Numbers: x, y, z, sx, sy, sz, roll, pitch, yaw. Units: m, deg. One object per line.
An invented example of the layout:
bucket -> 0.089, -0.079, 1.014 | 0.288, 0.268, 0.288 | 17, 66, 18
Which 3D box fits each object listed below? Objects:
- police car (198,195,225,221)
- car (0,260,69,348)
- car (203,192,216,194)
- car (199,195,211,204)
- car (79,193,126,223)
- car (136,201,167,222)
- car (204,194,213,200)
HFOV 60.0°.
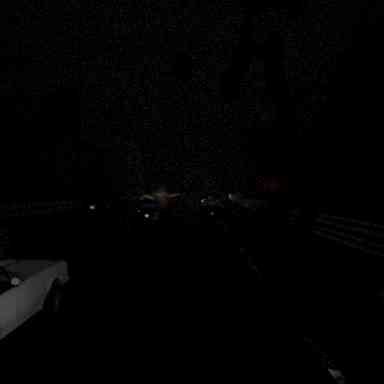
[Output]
police car -> 1.521, 1.301, 25.854 | 1.930, 1.638, 5.238 | 0, 0, 2
car -> -3.366, 1.576, 4.496 | 1.895, 1.301, 4.718 | 0, 0, 0
car -> 2.228, 1.035, 41.557 | 2.150, 2.045, 5.566 | 0, 0, 3
car -> 2.354, 1.267, 59.804 | 1.812, 1.442, 4.674 | 0, 0, 5
car -> -6.464, 1.100, 24.532 | 2.150, 2.045, 5.566 | 0, 0, 2
car -> -2.953, 1.405, 24.623 | 1.812, 1.442, 4.674 | 0, 0, 2
car -> 3.767, 1.093, 75.580 | 1.994, 1.385, 4.181 | 0, 0, 6
